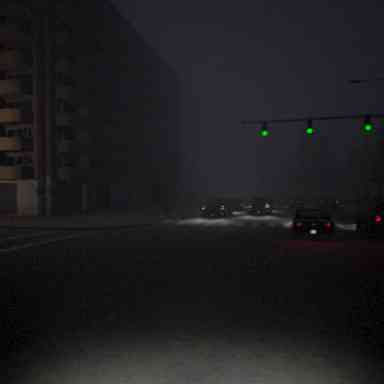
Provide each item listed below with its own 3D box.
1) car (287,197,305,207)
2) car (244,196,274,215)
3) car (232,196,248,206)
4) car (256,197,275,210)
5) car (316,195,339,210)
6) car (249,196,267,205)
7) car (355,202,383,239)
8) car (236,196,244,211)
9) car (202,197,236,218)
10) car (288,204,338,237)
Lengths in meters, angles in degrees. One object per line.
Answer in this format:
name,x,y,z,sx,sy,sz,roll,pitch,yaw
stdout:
car,12.757,1.359,40.724,2.128,1.511,4.902,0,0,15
car,6.727,1.278,32.729,2.097,1.767,4.553,-1,0,16
car,7.532,1.390,52.535,1.882,1.535,5.008,-1,0,2
car,9.296,1.447,41.811,2.033,1.411,5.357,-1,0,16
car,16.048,1.189,39.511,2.097,1.767,4.553,-1,0,15
car,10.986,1.386,55.907,1.837,1.490,4.892,0,0,-3
car,9.558,1.256,16.455,2.097,1.767,4.553,-1,0,16
car,4.988,1.488,39.315,2.033,1.411,5.357,-1,0,16
car,2.352,1.319,30.221,2.097,1.767,4.553,-1,0,16
car,6.227,1.536,17.534,1.895,1.301,4.718,-1,0,16
